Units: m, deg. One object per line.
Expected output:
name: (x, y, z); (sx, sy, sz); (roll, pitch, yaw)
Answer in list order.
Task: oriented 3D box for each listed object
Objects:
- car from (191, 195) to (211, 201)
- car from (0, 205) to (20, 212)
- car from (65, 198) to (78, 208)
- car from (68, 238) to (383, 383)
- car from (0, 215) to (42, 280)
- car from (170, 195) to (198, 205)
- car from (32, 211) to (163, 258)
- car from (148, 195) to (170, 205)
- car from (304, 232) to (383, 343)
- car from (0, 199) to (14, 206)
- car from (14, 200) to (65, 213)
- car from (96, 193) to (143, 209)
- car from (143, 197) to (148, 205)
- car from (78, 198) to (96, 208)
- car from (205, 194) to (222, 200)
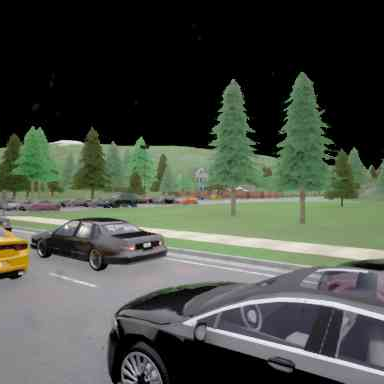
car: (2.003, 1.210, 71.798); (1.895, 1.301, 4.718); (0, 0, 38)
car: (-11.233, 1.547, 17.097); (5.357, 1.411, 2.033); (0, 0, 38)
car: (-16.870, 1.564, 48.202); (1.994, 1.385, 4.181); (0, 0, 38)
car: (1.217, 1.492, 3.082); (4.902, 1.511, 2.128); (0, 0, 38)
car: (-6.255, 1.478, 8.862); (5.008, 1.535, 1.882); (0, 0, 38)
car: (-1.047, 1.351, 56.845); (2.097, 1.767, 4.553); (0, 0, 39)
car: (-3.247, 1.547, 10.957); (5.357, 1.411, 2.033); (0, 0, 38)
car: (-4.763, 1.352, 57.797); (2.097, 1.767, 4.553); (0, 0, 39)
car: (4.183, 1.564, 5.204); (4.181, 1.385, 1.994); (0, 0, 38)
car: (-19.615, 1.601, 39.123); (1.895, 1.301, 4.718); (0, 0, 38)
car: (-16.861, 1.564, 36.945); (1.994, 1.385, 4.181); (0, 0, 38)
car: (-9.853, 1.219, 45.783); (2.150, 2.045, 5.566); (0, 0, 39)
car: (-7.472, 1.477, 60.004); (1.882, 1.535, 5.008); (0, 0, 39)
car: (-13.369, 1.562, 46.985); (1.994, 1.385, 4.181); (0, 0, 38)
car: (4.513, 1.204, 69.330); (1.882, 1.535, 5.008); (0, 0, 38)
